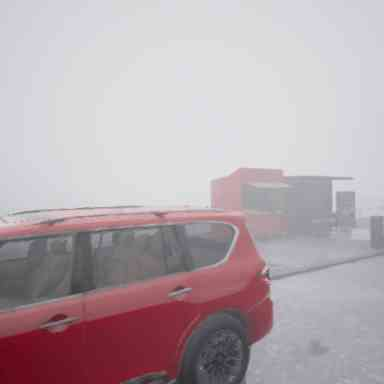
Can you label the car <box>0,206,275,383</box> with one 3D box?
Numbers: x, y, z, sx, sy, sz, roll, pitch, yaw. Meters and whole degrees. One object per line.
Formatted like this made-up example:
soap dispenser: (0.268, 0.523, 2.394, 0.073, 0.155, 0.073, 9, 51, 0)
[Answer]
car: (-1.547, 1.220, 3.502, 5.566, 2.045, 2.150, 0, 0, -35)
